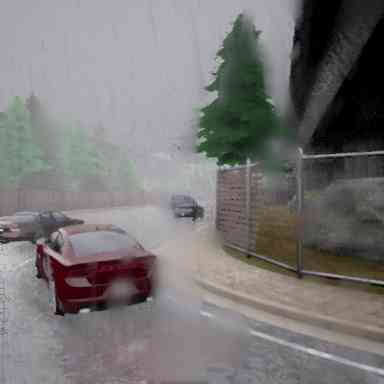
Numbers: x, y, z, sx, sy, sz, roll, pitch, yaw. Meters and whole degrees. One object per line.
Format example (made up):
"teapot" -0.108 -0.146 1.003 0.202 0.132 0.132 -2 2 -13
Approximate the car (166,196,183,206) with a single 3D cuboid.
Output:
"car" -3.214 1.611 62.970 2.097 1.767 4.553 0 0 12

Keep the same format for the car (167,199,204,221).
"car" -0.192 1.623 28.913 2.128 1.511 4.902 0 0 13

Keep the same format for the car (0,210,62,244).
"car" -7.042 1.565 15.589 2.033 1.411 5.357 0 0 12

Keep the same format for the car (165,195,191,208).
"car" -1.105 1.397 40.584 2.150 2.045 5.566 0 0 13

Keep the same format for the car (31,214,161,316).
"car" -2.436 1.497 7.784 1.882 1.535 5.008 0 0 -30

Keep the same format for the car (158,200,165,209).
"car" -3.327 1.753 47.369 1.994 1.385 4.181 0 0 13
